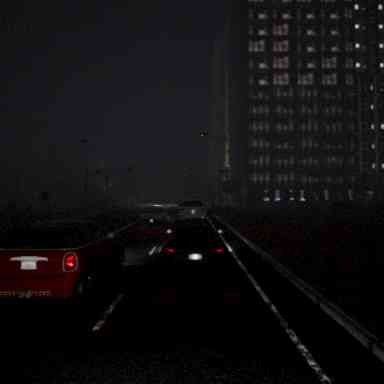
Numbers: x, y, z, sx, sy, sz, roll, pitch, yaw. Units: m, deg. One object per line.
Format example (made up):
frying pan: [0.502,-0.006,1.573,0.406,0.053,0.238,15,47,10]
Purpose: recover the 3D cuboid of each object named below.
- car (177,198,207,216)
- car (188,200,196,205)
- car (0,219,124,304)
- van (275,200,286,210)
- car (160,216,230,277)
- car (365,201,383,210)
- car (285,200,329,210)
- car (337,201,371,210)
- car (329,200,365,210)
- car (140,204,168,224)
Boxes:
car: [0.087,1.609,28.366,2.150,2.045,5.566,0,-1,0]
car: [-0.031,2.950,92.012,2.033,1.411,5.357,0,-1,0]
car: [-3.161,1.467,8.572,2.097,1.767,4.553,0,-1,0]
van: [15.919,2.162,55.348,3.998,1.788,1.690,0,-2,-1]
car: [0.092,1.709,10.788,1.994,1.385,4.181,0,-1,0]
car: [27.302,1.994,47.465,4.206,1.307,1.802,0,-2,-1]
car: [16.303,1.993,47.328,4.829,1.417,1.752,0,-2,-1]
car: [26.937,2.290,55.481,4.829,1.417,1.752,0,-2,-1]
car: [21.717,1.880,47.400,4.097,1.590,1.967,0,-2,-1]
car: [-3.160,1.987,28.203,1.895,1.301,4.718,0,-1,0]
